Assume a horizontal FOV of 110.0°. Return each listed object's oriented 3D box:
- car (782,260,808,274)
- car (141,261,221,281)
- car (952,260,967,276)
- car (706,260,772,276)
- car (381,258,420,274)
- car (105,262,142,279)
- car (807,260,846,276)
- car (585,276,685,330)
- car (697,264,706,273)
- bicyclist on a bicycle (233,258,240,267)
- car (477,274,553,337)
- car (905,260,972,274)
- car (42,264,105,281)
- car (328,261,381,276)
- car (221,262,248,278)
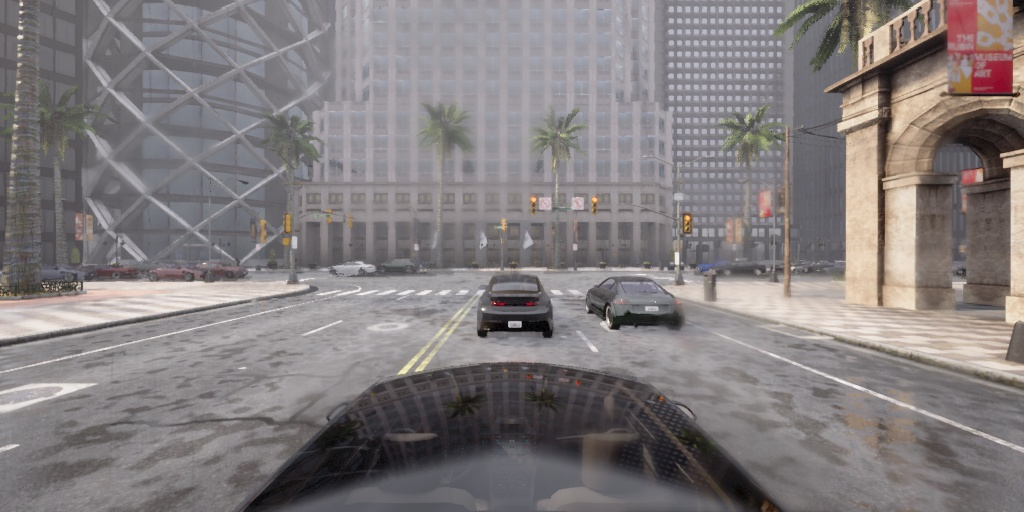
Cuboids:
[{"bbox_3d":[33.878,1.241,40.227,4.902,1.511,2.128,0,0,0],"label":"car"},{"bbox_3d":[-27.004,1.314,29.386,4.181,1.385,1.994,0,0,-4],"label":"car"},{"bbox_3d":[46.376,1.238,36.663,4.902,1.511,2.128,0,0,0],"label":"car"},{"bbox_3d":[23.195,1.227,36.765,5.008,1.535,1.882,0,0,0],"label":"car"},{"bbox_3d":[-12.859,1.101,40.384,4.553,1.767,2.097,0,0,0],"label":"car"},{"bbox_3d":[-35.908,1.350,31.287,4.718,1.301,1.895,0,0,-19],"label":"car"},{"bbox_3d":[33.418,1.313,36.735,4.181,1.385,1.994,0,0,0],"label":"car"},{"bbox_3d":[3.584,1.314,11.158,1.994,1.385,4.181,0,0,0],"label":"car"},{"bbox_3d":[23.457,1.227,40.264,5.008,1.535,1.882,0,0,0],"label":"car"},{"bbox_3d":[-35.735,1.050,46.614,0.582,1.620,1.656,0,0,-12],"label":"bicyclist on a bicycle"},{"bbox_3d":[0.080,1.255,10.293,1.837,1.490,4.892,0,0,0],"label":"car"},{"bbox_3d":[47.681,1.240,40.153,4.902,1.511,2.128,0,0,0],"label":"car"},{"bbox_3d":[-35.229,1.314,27.781,4.181,1.385,1.994,0,0,-22],"label":"car"},{"bbox_3d":[-16.398,1.275,36.896,4.674,1.442,1.812,0,0,0],"label":"car"},{"bbox_3d":[-26.944,1.275,32.884,4.674,1.442,1.812,0,0,-4],"label":"car"}]
